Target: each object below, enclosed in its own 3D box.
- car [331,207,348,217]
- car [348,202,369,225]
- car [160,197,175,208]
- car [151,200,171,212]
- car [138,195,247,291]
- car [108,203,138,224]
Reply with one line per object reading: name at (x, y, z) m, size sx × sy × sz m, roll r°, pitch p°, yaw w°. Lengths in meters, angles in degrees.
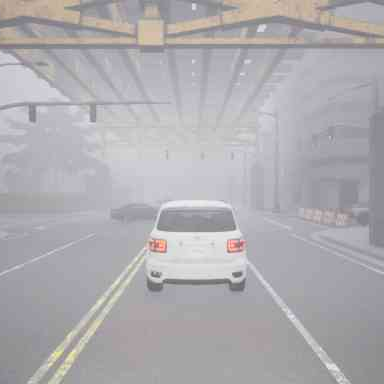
car at (13.656, 1.295, 26.292) m, size 4.536 × 1.218 × 1.853 m, roll 0°, pitch 0°, yaw 25°
car at (13.279, 1.453, 22.155) m, size 4.974 × 1.542 × 2.038 m, roll 0°, pitch 0°, yaw -20°
car at (-3.551, 1.526, 49.064) m, size 1.812 × 1.442 × 4.674 m, roll 0°, pitch 0°, yaw 0°
car at (-3.567, 1.601, 39.116) m, size 1.895 × 1.301 × 4.718 m, roll 0°, pitch 0°, yaw 0°
car at (0.086, 1.221, 9.111) m, size 2.150 × 2.045 × 5.566 m, roll 0°, pitch 0°, yaw 0°
car at (-3.839, 1.525, 24.850) m, size 4.674 × 1.442 × 1.812 m, roll 0°, pitch 1°, yaw -27°
